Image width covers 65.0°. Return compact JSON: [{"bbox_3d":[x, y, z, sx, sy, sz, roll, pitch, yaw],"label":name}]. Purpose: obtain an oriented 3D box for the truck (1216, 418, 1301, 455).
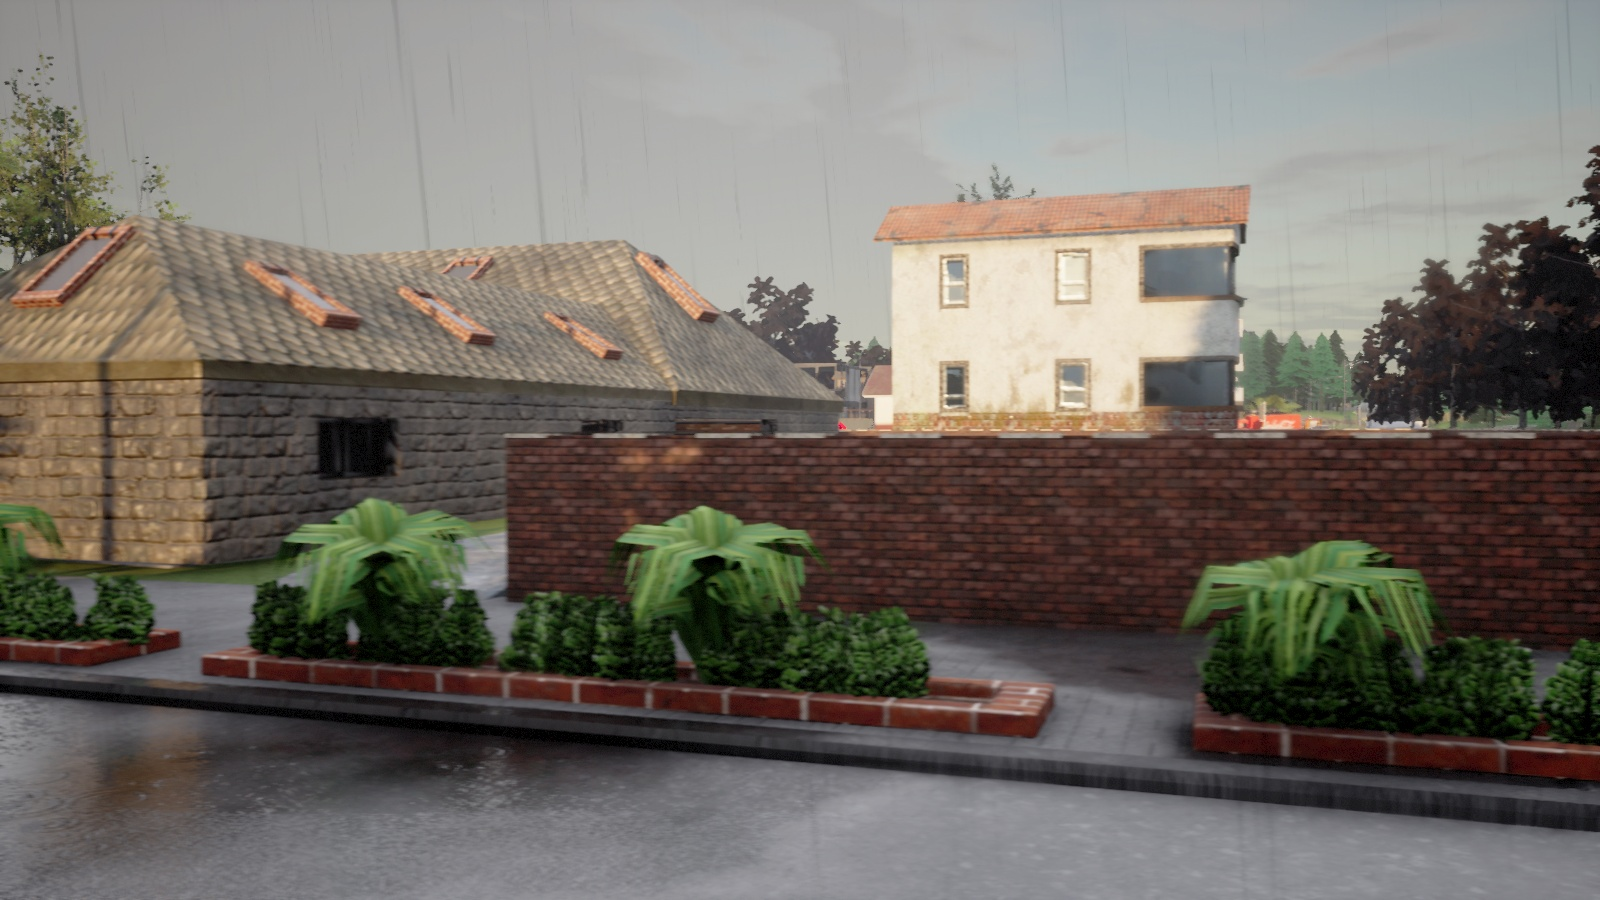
[{"bbox_3d":[32.458,-0.984,89.035,5.204,2.467,2.627,-1,1,9],"label":"truck"}]
